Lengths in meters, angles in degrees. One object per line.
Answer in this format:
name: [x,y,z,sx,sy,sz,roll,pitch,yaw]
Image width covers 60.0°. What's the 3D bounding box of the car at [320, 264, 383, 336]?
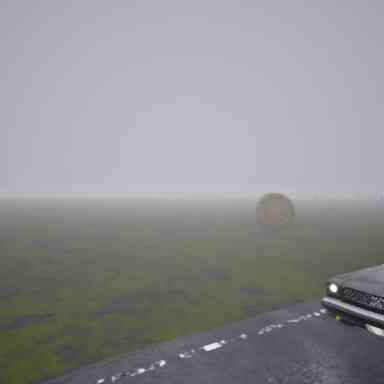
car: [4.414,1.587,5.696,4.718,1.301,1.895,0,0,-31]
